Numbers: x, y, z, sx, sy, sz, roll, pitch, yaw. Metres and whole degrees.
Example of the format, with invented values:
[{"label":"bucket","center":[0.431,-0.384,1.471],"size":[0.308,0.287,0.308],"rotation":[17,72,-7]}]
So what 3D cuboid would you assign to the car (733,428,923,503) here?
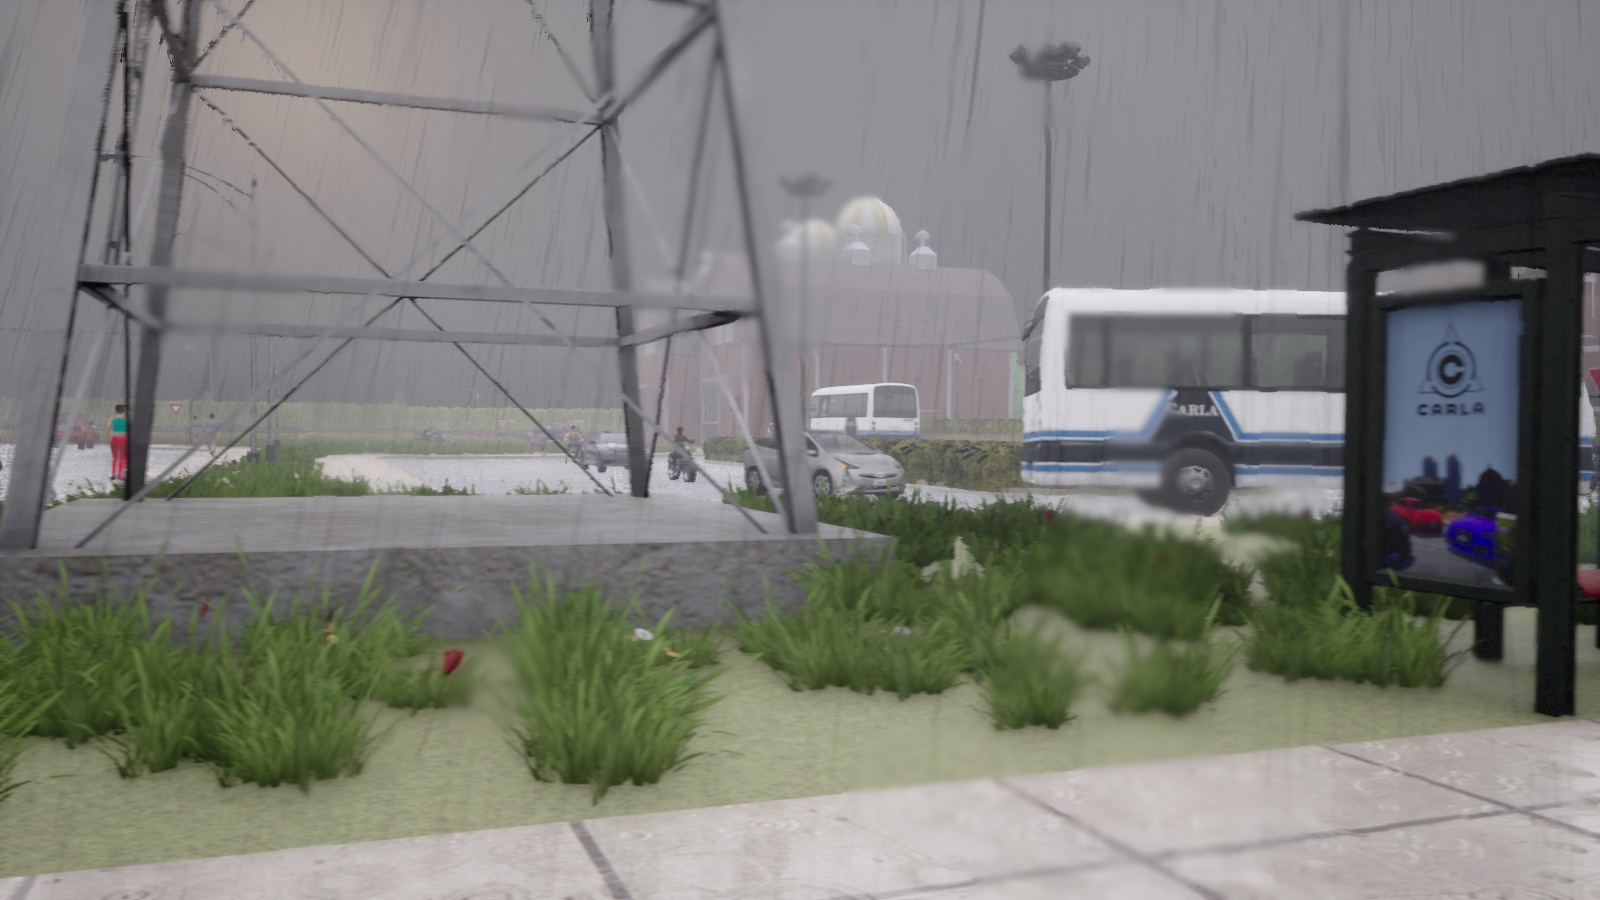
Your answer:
[{"label":"car","center":[0.529,0.283,28.180],"size":[2.007,1.525,4.514],"rotation":[-1,1,-34]}]

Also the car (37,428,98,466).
[{"label":"car","center":[-41.377,-0.194,71.041],"size":[2.150,2.045,5.566],"rotation":[-1,1,-22]}]

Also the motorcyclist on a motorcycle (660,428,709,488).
[{"label":"motorcyclist on a motorcycle","center":[-3.337,0.197,36.237],"size":[0.766,1.649,2.350],"rotation":[-1,1,-21]}]

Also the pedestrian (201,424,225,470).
[{"label":"pedestrian","center":[-24.096,-0.126,51.561],"size":[0.874,1.855,0.900],"rotation":[-1,1,-24]}]

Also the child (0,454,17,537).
[{"label":"child","center":[-11.796,0.661,18.406],"size":[0.343,1.192,0.448],"rotation":[-1,1,-2]}]

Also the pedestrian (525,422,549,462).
[{"label":"pedestrian","center":[-12.970,-0.412,61.917],"size":[0.659,1.952,0.873],"rotation":[0,1,39]}]

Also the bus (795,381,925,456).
[{"label":"bus","center":[3.436,-1.851,76.264],"size":[3.944,4.253,10.273],"rotation":[-1,1,-22]}]

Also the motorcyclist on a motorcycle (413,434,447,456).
[{"label":"motorcyclist on a motorcycle","center":[-26.530,-0.344,90.043],"size":[2.191,1.530,0.866],"rotation":[-1,1,-21]}]

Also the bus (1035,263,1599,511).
[{"label":"bus","center":[9.945,-1.073,24.000],"size":[10.273,4.253,3.944],"rotation":[0,0,4]}]

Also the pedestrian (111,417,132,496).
[{"label":"pedestrian","center":[-16.059,0.142,29.726],"size":[0.345,1.836,0.594],"rotation":[-1,1,-21]}]

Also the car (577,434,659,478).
[{"label":"car","center":[-6.476,0.176,44.233],"size":[1.812,1.442,4.674],"rotation":[-1,1,-21]}]

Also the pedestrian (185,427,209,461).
[{"label":"pedestrian","center":[-33.534,-0.322,69.843],"size":[0.900,1.855,0.874],"rotation":[0,1,39]}]
